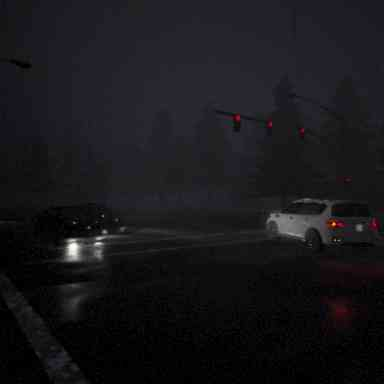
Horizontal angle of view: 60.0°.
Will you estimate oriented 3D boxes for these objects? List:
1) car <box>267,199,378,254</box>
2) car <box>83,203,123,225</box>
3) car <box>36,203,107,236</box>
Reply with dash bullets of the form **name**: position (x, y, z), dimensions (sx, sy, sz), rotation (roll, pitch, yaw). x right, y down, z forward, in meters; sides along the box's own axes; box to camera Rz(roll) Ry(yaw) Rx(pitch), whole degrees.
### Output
- **car**: position (5.279, 1.326, 14.318), dimensions (2.150, 2.045, 5.566), rotation (1, -1, -13)
- **car**: position (-6.921, 1.540, 23.072), dimensions (4.902, 1.511, 2.128), rotation (0, 0, 35)
- **car**: position (-7.062, 1.545, 18.624), dimensions (4.674, 1.442, 1.812), rotation (0, 0, 41)
